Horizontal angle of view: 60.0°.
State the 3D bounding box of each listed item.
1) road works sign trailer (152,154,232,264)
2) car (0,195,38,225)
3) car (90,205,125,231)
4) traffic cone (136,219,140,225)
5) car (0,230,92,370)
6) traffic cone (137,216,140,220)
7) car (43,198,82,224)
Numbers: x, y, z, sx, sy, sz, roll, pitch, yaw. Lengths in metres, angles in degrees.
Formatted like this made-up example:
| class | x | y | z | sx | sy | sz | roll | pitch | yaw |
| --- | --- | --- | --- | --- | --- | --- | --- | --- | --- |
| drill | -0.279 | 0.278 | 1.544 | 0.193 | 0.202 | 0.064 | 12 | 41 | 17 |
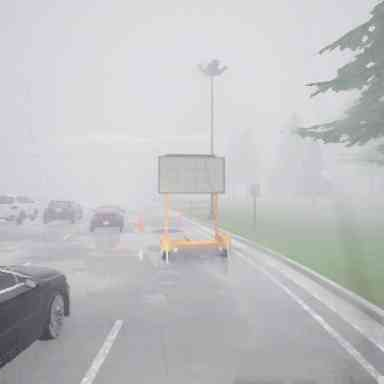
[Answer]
| class | x | y | z | sx | sy | sz | roll | pitch | yaw |
| --- | --- | --- | --- | --- | --- | --- | --- | --- | --- |
| road works sign trailer | -0.039 | 0.459 | 11.925 | 2.380 | 3.560 | 2.880 | 0 | 0 | -11 |
| car | -12.939 | 1.209 | 24.115 | 2.150 | 2.045 | 5.566 | 0 | 0 | -11 |
| car | -5.133 | 1.516 | 20.464 | 1.812 | 1.442 | 4.674 | 0 | 0 | -11 |
| traffic cone | -2.805 | 1.947 | 18.527 | 0.340 | 0.580 | 0.340 | 0 | 0 | -11 |
| car | -3.047 | 1.488 | 3.649 | 2.128 | 1.511 | 4.902 | 0 | 0 | 3 |
| traffic cone | -3.177 | 1.946 | 20.492 | 0.340 | 0.580 | 0.340 | 0 | 0 | -11 |
| car | -9.567 | 1.341 | 24.961 | 2.097 | 1.767 | 4.553 | 0 | 0 | -10 |
